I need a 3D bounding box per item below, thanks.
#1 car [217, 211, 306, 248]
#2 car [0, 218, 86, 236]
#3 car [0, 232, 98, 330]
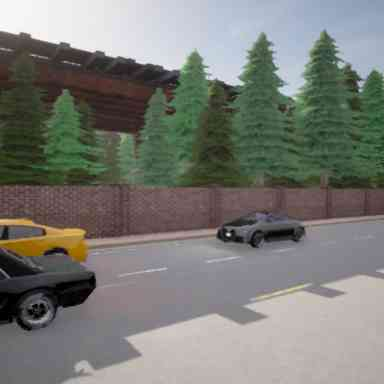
[{"bbox_3d":[3.141,1.558,14.799,4.181,1.385,1.994,0,0,-35],"label":"car"},{"bbox_3d":[-5.329,1.477,8.786,5.008,1.535,1.882,0,0,-35],"label":"car"},{"bbox_3d":[-4.120,1.601,5.338,4.718,1.301,1.895,0,0,-35],"label":"car"}]
